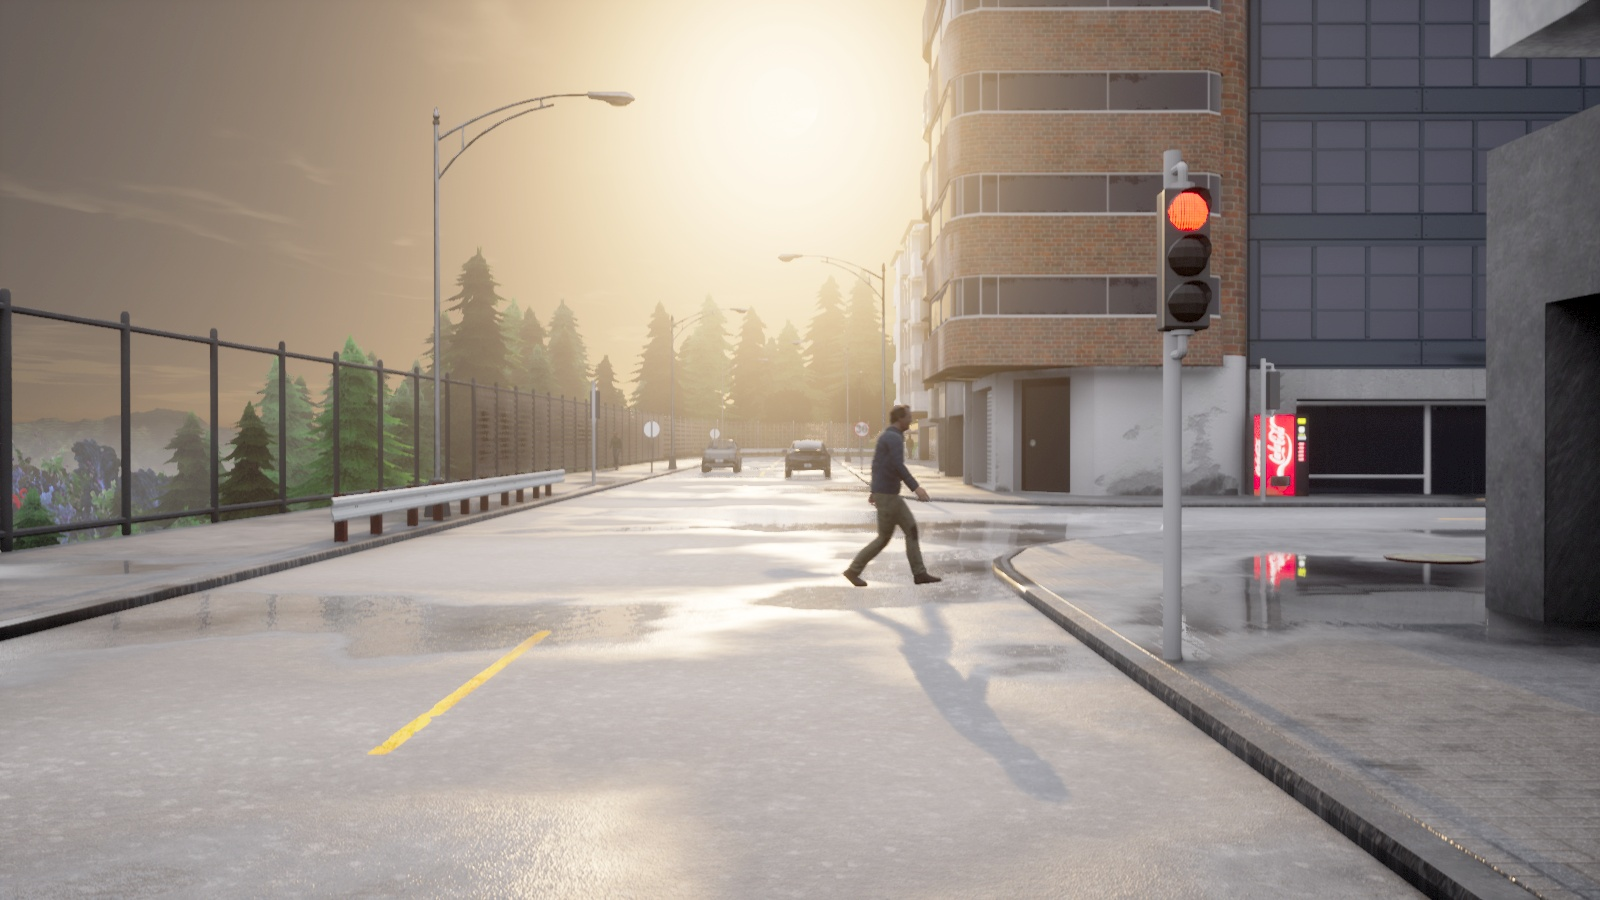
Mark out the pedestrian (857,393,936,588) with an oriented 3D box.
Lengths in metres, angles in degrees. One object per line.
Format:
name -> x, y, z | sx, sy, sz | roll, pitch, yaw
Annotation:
pedestrian -> 0.923, 0.384, 12.075 | 0.726, 1.842, 0.402 | 0, 0, 0

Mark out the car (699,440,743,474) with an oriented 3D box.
car -> -3.634, 0.299, 58.411 | 1.789, 1.549, 3.705 | 0, 0, 0

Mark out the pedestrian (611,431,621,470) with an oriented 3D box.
pedestrian -> -8.724, 0.018, 59.605 | 0.353, 1.847, 0.614 | 0, 0, 6

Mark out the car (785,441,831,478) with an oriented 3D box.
car -> 0.330, 0.371, 52.538 | 1.837, 1.490, 4.892 | 0, 0, 0
